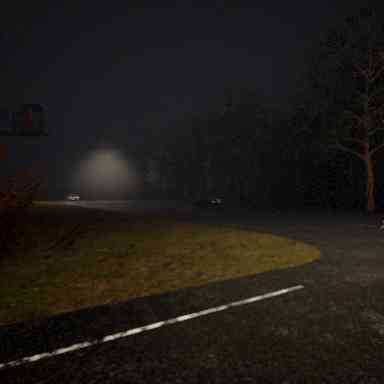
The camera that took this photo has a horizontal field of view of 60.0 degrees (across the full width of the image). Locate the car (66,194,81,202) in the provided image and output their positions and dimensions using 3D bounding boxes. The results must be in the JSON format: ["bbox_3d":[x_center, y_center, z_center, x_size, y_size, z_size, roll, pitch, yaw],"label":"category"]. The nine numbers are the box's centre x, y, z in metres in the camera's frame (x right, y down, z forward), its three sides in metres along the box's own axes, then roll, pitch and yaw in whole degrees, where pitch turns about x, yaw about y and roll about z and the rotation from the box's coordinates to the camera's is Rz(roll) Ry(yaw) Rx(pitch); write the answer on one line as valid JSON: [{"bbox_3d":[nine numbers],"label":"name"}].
[{"bbox_3d":[-21.979,1.109,61.513,1.812,1.442,4.674,0,1,-31],"label":"car"}]

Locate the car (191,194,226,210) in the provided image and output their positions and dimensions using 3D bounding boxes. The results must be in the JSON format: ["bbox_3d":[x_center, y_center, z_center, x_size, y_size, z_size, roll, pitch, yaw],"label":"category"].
[{"bbox_3d":[1.843,1.122,38.529,2.097,1.767,4.553,0,0,-34],"label":"car"}]
